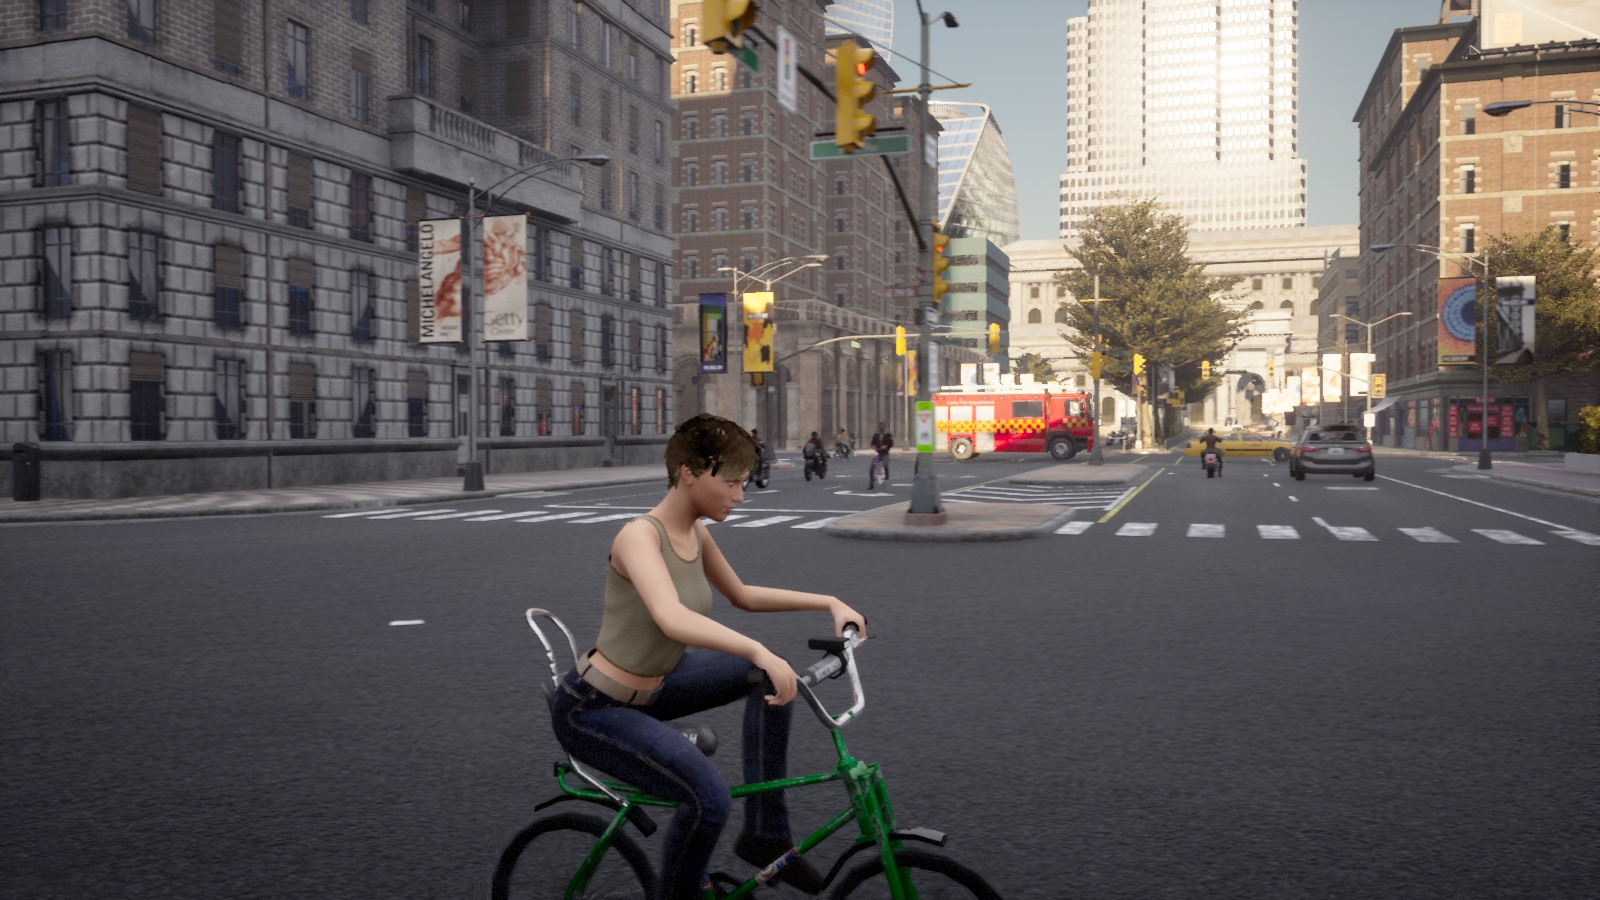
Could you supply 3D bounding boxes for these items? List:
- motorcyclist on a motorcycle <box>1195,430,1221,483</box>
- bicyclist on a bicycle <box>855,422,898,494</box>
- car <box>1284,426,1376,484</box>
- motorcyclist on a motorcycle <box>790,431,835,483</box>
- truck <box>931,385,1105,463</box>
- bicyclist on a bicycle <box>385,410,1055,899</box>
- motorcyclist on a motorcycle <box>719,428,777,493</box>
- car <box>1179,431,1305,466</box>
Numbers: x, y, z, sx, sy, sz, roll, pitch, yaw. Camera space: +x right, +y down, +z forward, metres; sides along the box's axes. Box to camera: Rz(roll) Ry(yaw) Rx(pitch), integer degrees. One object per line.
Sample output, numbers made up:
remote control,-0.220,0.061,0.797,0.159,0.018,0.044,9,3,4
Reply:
motorcyclist on a motorcycle,13.118,0.180,40.358,0.766,1.649,2.350,1,1,18
bicyclist on a bicycle,1.960,0.192,31.976,0.659,1.776,1.843,1,1,18
car,16.277,0.111,38.761,2.242,1.667,4.611,1,1,18
motorcyclist on a motorcycle,0.392,0.195,38.443,0.797,1.523,2.044,1,1,18
truck,11.205,-1.328,64.439,8.468,3.827,2.891,1,1,18
bicyclist on a bicycle,-0.165,0.710,3.253,1.509,1.612,0.866,1,1,19
motorcyclist on a motorcycle,-1.351,0.242,33.114,0.766,1.649,2.350,1,1,18
car,20.307,-0.085,57.860,5.366,1.575,1.801,1,1,18
